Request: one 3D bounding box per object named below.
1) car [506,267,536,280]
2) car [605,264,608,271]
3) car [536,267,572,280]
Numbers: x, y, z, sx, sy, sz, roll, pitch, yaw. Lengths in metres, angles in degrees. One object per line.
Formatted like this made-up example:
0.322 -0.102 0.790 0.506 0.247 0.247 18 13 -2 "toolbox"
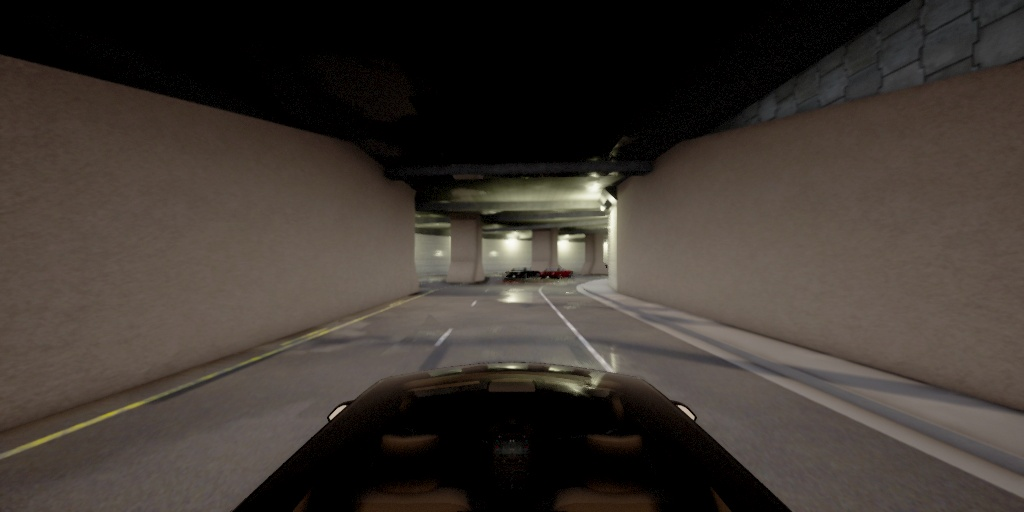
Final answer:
1.298 1.833 38.497 1.895 1.301 4.718 0 -1 30 "car"
18.460 1.879 61.065 4.553 1.767 2.097 0 -1 -23 "car"
4.669 1.818 37.374 1.895 1.301 4.718 0 -1 30 "car"
